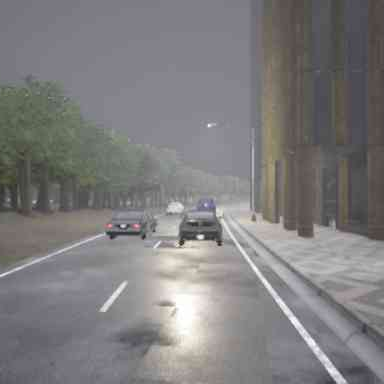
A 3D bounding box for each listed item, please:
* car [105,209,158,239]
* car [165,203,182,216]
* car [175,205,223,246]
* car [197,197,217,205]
[{"bbox_3d":[-3.026,1.621,17.623,2.033,1.411,5.357,0,-1,2],"label":"car"},{"bbox_3d":[-1.818,1.942,38.021,1.812,1.442,4.674,0,-1,4],"label":"car"},{"bbox_3d":[0.418,1.563,15.704,1.837,1.490,4.892,0,0,2],"label":"car"},{"bbox_3d":[1.774,1.670,39.100,2.150,2.045,5.566,0,-1,5],"label":"car"}]
